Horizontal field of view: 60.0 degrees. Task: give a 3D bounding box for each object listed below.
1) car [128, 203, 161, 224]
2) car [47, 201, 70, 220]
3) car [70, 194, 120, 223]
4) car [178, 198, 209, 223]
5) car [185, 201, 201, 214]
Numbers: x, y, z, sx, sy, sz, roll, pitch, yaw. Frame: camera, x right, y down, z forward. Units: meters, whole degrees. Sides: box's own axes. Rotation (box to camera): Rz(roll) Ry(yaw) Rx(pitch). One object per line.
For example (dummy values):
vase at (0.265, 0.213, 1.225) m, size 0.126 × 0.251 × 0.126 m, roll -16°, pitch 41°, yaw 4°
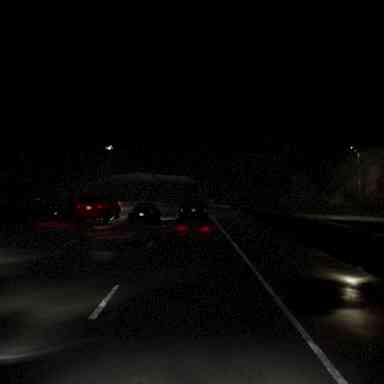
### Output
car at (-3.395, 1.503, 24.366) m, size 1.994 × 1.385 × 4.181 m, roll 0°, pitch 0°, yaw 0°
car at (-10.395, 1.473, 27.841) m, size 2.128 × 1.511 × 4.902 m, roll 0°, pitch -1°, yaw 0°
car at (-6.907, 1.164, 24.895) m, size 2.150 × 2.045 × 5.566 m, roll 0°, pitch 0°, yaw 0°
car at (0.105, 1.296, 24.791) m, size 2.097 × 1.767 × 4.553 m, roll 0°, pitch 0°, yaw 0°
car at (0.110, 1.824, 41.064) m, size 1.837 × 1.490 × 4.892 m, roll 0°, pitch -1°, yaw 0°
